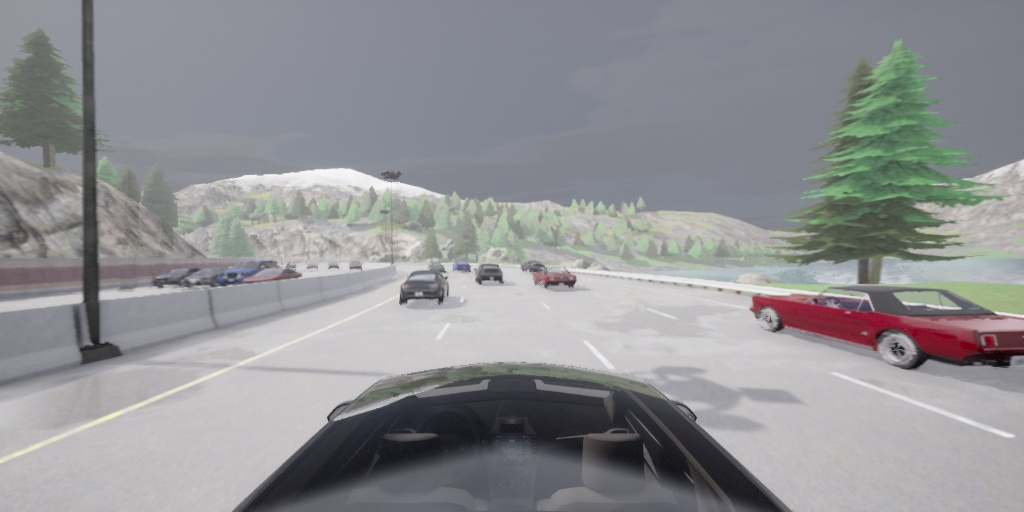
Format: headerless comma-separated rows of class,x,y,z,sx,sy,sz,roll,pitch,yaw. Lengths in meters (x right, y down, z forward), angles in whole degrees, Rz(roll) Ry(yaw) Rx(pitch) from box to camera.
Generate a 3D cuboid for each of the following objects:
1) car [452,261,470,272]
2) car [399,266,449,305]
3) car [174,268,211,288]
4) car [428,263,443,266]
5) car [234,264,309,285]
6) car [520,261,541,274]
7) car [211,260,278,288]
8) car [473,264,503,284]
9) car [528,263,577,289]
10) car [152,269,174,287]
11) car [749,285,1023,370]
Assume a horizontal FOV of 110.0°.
car,-7.135,1.442,50.180,1.882,1.535,5.008,0,0,-19
car,-3.984,1.370,16.695,1.812,1.442,4.674,-1,0,-6
car,-23.606,1.672,28.441,2.128,1.511,4.902,-1,0,-11
car,-10.241,1.573,48.124,1.994,1.385,4.181,-1,0,-18
car,-15.728,1.523,23.834,1.882,1.535,5.008,-1,0,-9
car,2.331,1.304,42.148,1.837,1.490,4.892,0,0,-15
car,-19.839,1.341,27.447,2.150,2.045,5.566,-1,0,-10
car,-1.875,1.341,28.083,1.837,1.490,4.892,0,0,-10
car,2.580,1.355,23.127,1.895,1.301,4.718,-1,0,-8
car,-27.493,1.751,30.021,1.837,1.490,4.892,-1,-1,-12
car,7.331,1.247,7.448,1.895,1.301,4.718,-1,0,-2
